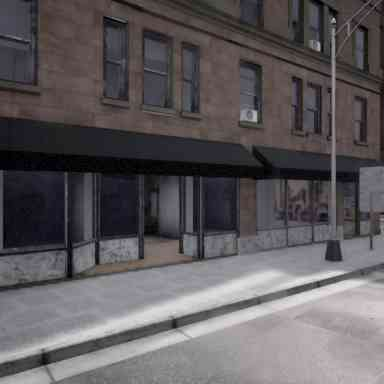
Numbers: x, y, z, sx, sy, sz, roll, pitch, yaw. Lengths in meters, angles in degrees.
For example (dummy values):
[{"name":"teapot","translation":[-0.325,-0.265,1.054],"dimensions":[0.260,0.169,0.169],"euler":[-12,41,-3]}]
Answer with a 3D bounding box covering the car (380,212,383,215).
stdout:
[{"name":"car","translation":[15.884,1.146,28.139],"dimensions":[2.097,1.767,4.553],"euler":[0,1,-36]}]
